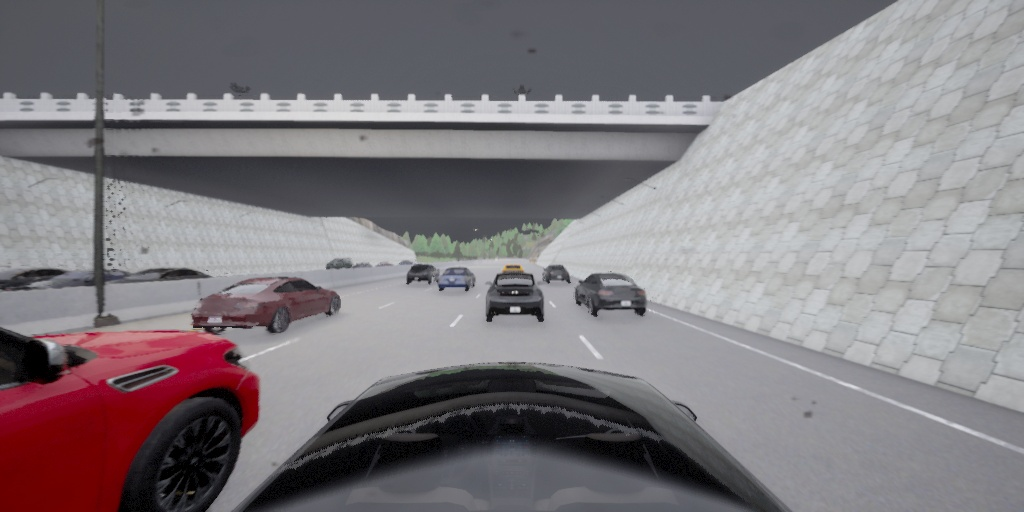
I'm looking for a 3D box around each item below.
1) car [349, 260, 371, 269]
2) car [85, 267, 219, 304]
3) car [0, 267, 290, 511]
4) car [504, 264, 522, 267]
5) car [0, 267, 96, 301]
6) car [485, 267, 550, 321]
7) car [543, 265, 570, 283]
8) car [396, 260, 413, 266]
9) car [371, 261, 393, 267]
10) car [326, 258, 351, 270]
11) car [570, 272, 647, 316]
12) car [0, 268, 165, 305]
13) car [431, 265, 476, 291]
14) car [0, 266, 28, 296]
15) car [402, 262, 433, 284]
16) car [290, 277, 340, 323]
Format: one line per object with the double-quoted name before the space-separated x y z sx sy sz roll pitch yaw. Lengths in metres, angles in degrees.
"car" -24.573 1.638 59.290 1.994 1.385 4.181 0 0 0
"car" -17.607 1.350 17.997 1.837 1.490 4.892 0 0 0
"car" -3.411 0.968 0.950 2.150 2.045 5.566 0 0 0
"car" 0.087 1.382 29.840 1.882 1.535 5.008 0 0 0
"car" -24.606 1.351 17.953 1.837 1.490 4.892 0 0 0
"car" 0.095 1.316 12.771 1.837 1.490 4.892 0 0 0
"car" 3.573 1.426 29.274 1.812 1.442 4.674 0 0 0
"car" -17.583 1.426 59.548 2.097 1.767 4.553 0 0 0
"car" -21.076 1.599 59.379 1.812 1.442 4.674 0 0 0
"car" -28.066 1.293 58.559 2.150 2.045 5.566 0 0 0
"car" 3.595 1.340 13.595 1.812 1.442 4.674 0 0 0
"car" -21.108 1.394 18.048 2.033 1.411 5.357 0 0 0
"car" -3.411 1.415 22.852 2.033 1.411 5.357 0 0 0
"car" -28.106 1.323 17.597 1.882 1.535 5.008 0 0 0
"car" -6.913 1.404 28.389 1.837 1.490 4.892 0 0 0
"car" -6.916 1.327 10.645 1.812 1.442 4.674 0 0 0
